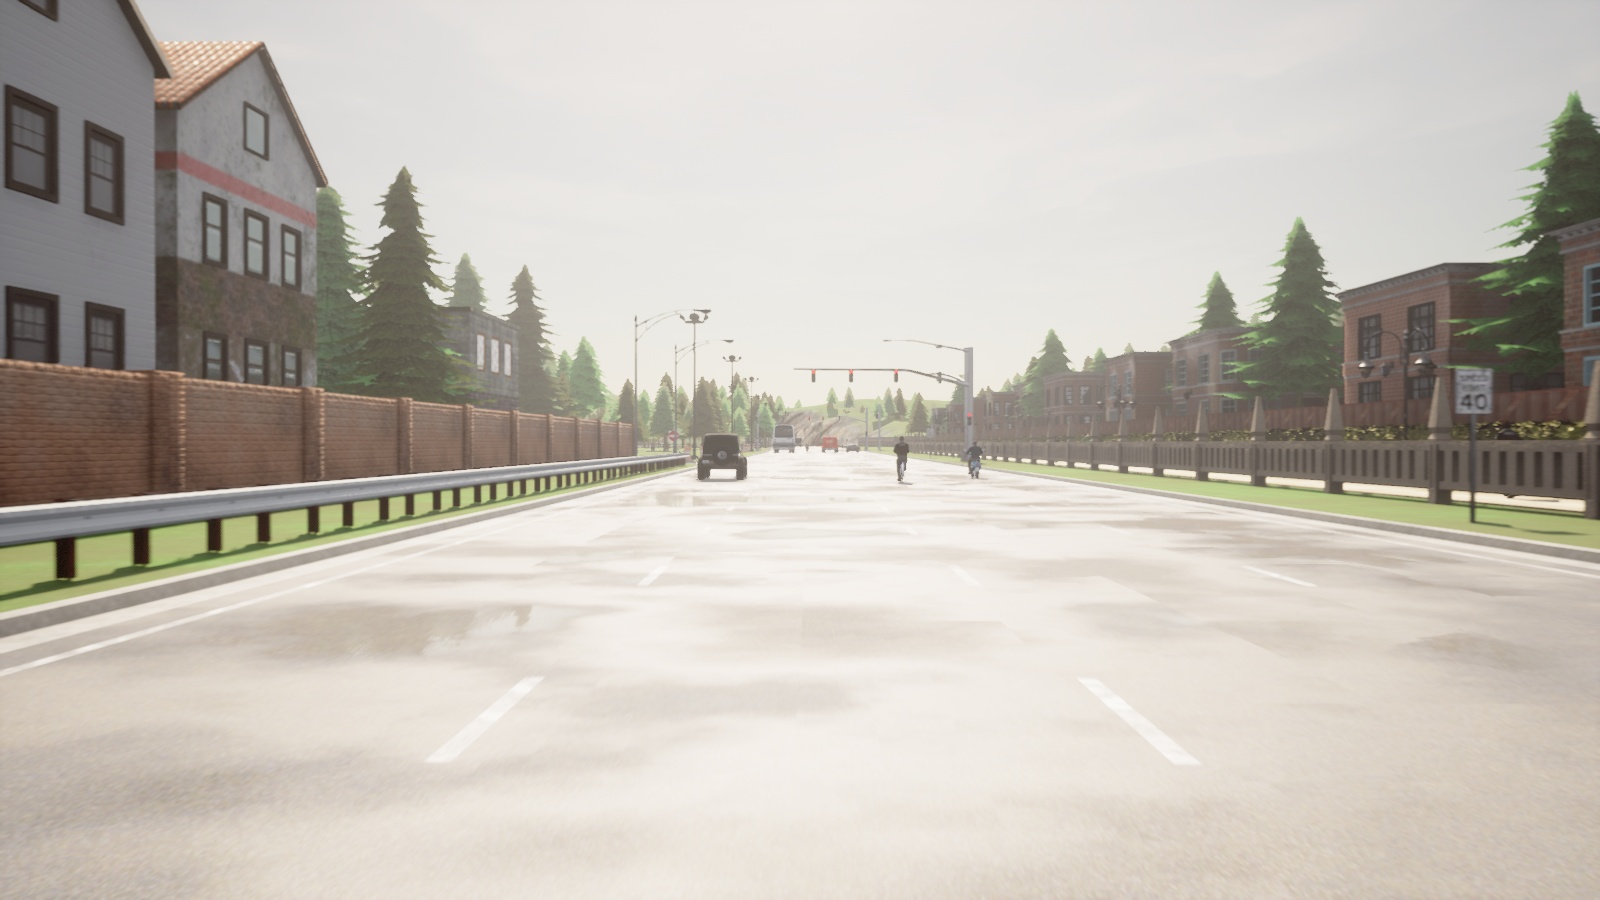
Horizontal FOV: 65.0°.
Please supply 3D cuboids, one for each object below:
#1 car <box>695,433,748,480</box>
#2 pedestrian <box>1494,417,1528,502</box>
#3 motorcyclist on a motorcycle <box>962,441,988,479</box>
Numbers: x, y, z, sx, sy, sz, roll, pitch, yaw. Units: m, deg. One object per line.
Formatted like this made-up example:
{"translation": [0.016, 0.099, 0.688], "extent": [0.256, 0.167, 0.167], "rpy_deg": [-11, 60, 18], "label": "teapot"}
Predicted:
{"translation": [-3.190, 0.249, 51.837], "extent": [1.905, 1.878, 3.866], "rpy_deg": [0, 0, 0], "label": "car"}
{"translation": [16.242, 0.208, 28.695], "extent": [0.402, 1.930, 0.666], "rpy_deg": [0, 0, 0], "label": "pedestrian"}
{"translation": [7.314, 0.411, 52.503], "extent": [0.866, 1.590, 1.817], "rpy_deg": [0, 0, 0], "label": "motorcyclist on a motorcycle"}
